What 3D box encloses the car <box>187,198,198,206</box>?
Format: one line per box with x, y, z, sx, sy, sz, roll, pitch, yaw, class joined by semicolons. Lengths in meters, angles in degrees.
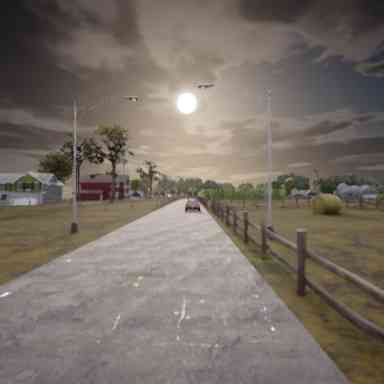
0.102;1.799;62.318;2.033;1.411;5.357;0;0;0;car

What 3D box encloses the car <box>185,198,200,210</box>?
0.100;1.733;44.744;1.994;1.385;4.181;0;0;0;car
